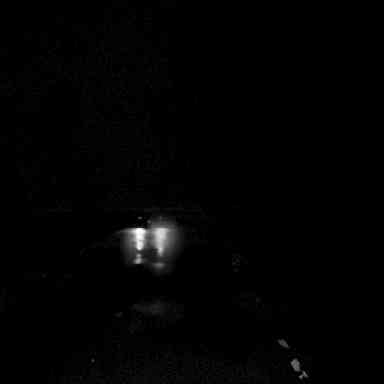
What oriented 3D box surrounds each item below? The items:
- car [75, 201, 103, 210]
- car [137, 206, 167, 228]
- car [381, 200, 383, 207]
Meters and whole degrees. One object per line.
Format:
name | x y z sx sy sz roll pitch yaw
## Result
car | -18.590 2.475 60.035 4.892 1.490 1.837 -1 0 0
car | -2.847 1.740 24.480 1.812 1.442 4.674 0 -1 0
car | 35.649 2.113 60.132 4.181 1.385 1.994 1 0 0
